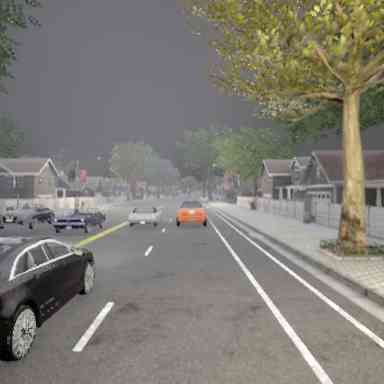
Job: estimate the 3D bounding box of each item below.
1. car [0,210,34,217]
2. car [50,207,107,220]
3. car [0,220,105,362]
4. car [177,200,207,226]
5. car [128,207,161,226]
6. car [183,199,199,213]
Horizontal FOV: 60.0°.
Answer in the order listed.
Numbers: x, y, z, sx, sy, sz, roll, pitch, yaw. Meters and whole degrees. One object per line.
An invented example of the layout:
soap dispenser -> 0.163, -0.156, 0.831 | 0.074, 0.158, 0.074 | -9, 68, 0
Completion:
car -> -9.860, 1.362, 19.996 | 1.994, 1.385, 4.181 | 0, 0, 0
car -> -6.610, 1.605, 19.985 | 1.895, 1.301, 4.718 | 0, 0, 0
car -> -3.181, 1.518, 5.904 | 2.128, 1.511, 4.902 | 0, 0, 0
car -> -0.038, 1.466, 24.898 | 2.097, 1.767, 4.553 | 0, 0, 0
car -> -3.284, 1.710, 24.138 | 1.895, 1.301, 4.718 | 0, 0, 0
car -> -0.125, 1.662, 40.336 | 1.882, 1.535, 5.008 | 0, 0, 0
